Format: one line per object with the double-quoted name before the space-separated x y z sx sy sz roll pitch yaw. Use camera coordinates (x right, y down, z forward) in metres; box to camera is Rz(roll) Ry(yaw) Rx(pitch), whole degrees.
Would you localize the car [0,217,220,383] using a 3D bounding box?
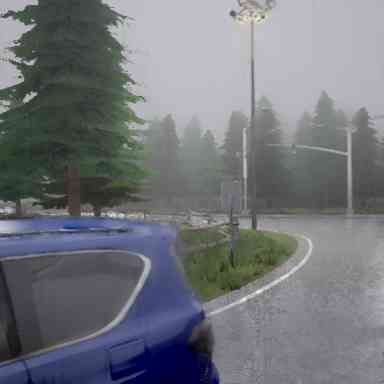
"car" -2.384 1.254 1.775 5.566 2.045 2.150 0 0 -36
